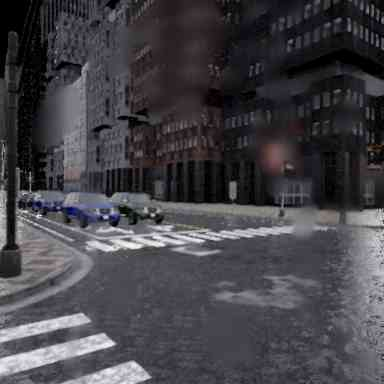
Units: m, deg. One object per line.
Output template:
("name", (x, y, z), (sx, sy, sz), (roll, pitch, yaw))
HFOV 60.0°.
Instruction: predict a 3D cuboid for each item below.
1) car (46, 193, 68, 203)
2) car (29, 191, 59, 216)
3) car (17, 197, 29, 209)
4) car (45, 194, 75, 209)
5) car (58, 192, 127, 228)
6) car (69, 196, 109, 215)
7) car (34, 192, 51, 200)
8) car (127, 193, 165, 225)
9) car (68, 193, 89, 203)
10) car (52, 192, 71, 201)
("car", (-22.049, 0.959, 54.134), (2.033, 1.411, 5.357), (1, 0, -36))
("car", (-12.544, 0.920, 29.490), (2.150, 2.045, 5.566), (1, 0, -36))
("car", (-18.305, 1.170, 37.485), (1.895, 1.301, 4.718), (1, 0, -36))
("car", (-15.712, 1.087, 39.450), (2.128, 1.511, 4.902), (1, 0, -36))
("car", (-6.481, 1.053, 21.085), (2.150, 2.045, 5.566), (1, 0, -36))
("car", (-9.678, 1.222, 31.070), (2.128, 1.511, 4.902), (1, 0, -36))
("car", (-28.231, 0.739, 62.678), (1.882, 1.535, 5.008), (1, 0, -36))
("car", (-3.989, 1.076, 23.204), (2.150, 2.045, 5.566), (1, 0, -34))
("car", (-18.942, 0.928, 55.356), (1.882, 1.535, 5.008), (1, 0, -36))
("car", (-25.080, 0.792, 63.865), (2.128, 1.511, 4.902), (1, 0, -36))
